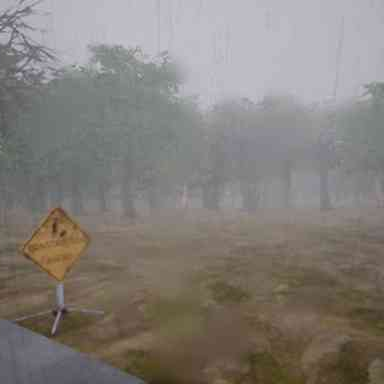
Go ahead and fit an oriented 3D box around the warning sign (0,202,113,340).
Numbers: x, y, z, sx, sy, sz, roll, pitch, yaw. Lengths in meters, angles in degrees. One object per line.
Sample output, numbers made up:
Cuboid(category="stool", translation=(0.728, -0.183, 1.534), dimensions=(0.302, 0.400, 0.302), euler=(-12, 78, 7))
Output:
Cuboid(category="warning sign", translation=(-2.200, 1.136, 5.479), dimensions=(1.060, 1.860, 1.300), euler=(-2, 0, 36))
